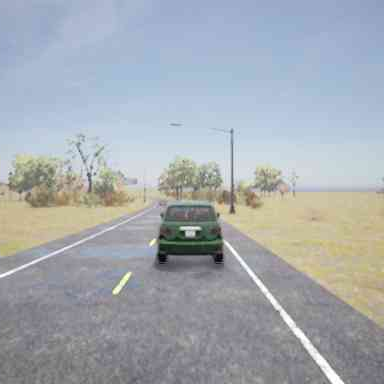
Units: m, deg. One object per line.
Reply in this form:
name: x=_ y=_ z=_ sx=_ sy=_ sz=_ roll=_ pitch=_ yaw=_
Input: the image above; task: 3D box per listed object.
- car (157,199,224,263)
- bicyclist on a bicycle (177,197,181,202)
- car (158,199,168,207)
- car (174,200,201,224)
car: x=-0.070 y=1.350 z=12.608 sx=2.150 sy=2.045 sz=5.566 roll=0 pitch=0 yaw=-1
bicyclist on a bicycle: x=-3.306 y=2.288 z=91.608 sx=0.866 sy=1.612 sz=1.509 roll=0 pitch=0 yaw=-5
car: x=-5.690 y=2.124 z=65.119 sx=1.837 sy=1.490 sz=4.892 roll=0 pitch=0 yaw=-3
car: x=-0.395 y=1.628 z=28.471 sx=2.097 sy=1.767 sz=4.553 roll=0 pitch=-1 yaw=-1
